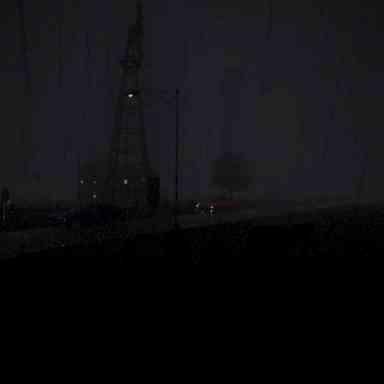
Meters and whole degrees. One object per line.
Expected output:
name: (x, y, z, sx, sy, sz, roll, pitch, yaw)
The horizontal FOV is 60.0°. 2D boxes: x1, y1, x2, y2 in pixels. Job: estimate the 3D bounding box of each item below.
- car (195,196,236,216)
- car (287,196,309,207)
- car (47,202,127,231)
car: (2.311, 1.227, 31.536, 2.097, 1.767, 4.553, 1, 1, 38)
car: (15.414, 1.284, 48.259, 1.882, 1.535, 5.008, 1, 1, 38)
car: (-6.236, 1.399, 20.275, 1.882, 1.535, 5.008, 1, 1, 37)
